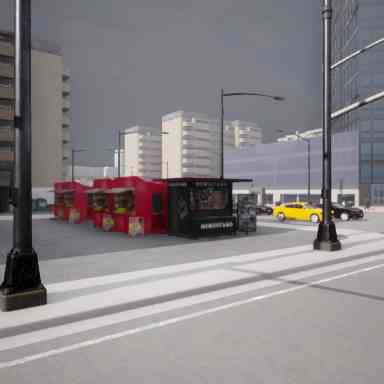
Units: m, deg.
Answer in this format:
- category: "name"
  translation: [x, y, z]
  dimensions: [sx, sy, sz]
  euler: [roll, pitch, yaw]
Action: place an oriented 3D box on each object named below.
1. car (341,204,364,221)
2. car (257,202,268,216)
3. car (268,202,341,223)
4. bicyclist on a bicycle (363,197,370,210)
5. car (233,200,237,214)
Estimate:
- category: "car"
  translation: [12.056, 1.587, 28.562]
  dimensions: [1.882, 1.535, 5.008]
  euler: [0, -1, -36]
- category: "car"
  translation: [6.774, 1.778, 35.843]
  dimensions: [1.994, 1.385, 4.181]
  euler: [0, -1, -36]
- category: "car"
  translation: [8.952, 1.589, 26.846]
  dimensions: [1.882, 1.535, 5.008]
  euler: [0, -1, -38]
- category: "bicyclist on a bicycle"
  translation: [22.311, 1.466, 42.485]
  dimensions: [1.656, 1.620, 0.582]
  euler: [0, 0, -36]
- category: "car"
  translation: [3.130, 1.455, 34.914]
  dimensions: [2.150, 2.045, 5.566]
  euler: [0, -1, -36]
